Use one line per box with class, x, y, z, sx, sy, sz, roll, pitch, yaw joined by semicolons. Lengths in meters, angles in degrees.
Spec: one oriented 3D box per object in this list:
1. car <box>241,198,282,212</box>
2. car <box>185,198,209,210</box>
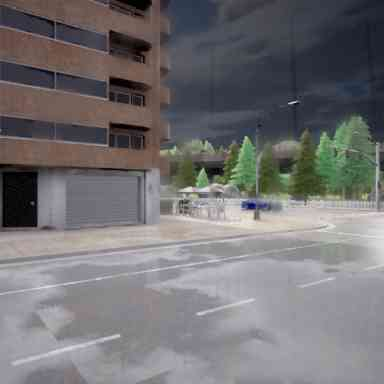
car;7.801;1.422;37.652;1.882;1.535;5.008;0;0;-36
car;0.364;1.470;41.843;1.812;1.442;4.674;0;0;-38
